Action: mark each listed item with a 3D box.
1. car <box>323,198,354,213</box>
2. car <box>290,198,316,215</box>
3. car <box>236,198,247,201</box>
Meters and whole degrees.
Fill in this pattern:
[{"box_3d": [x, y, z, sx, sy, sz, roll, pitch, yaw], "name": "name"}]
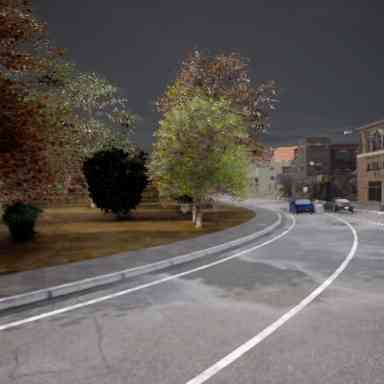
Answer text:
[{"box_3d": [15.235, 1.361, 34.724, 1.812, 1.442, 4.674, -1, 0, 4], "name": "car"}, {"box_3d": [11.130, 1.395, 33.639, 1.882, 1.535, 5.008, -1, 0, 8], "name": "car"}, {"box_3d": [10.956, 1.243, 74.870, 1.812, 1.442, 4.674, -1, 0, -2], "name": "car"}]
